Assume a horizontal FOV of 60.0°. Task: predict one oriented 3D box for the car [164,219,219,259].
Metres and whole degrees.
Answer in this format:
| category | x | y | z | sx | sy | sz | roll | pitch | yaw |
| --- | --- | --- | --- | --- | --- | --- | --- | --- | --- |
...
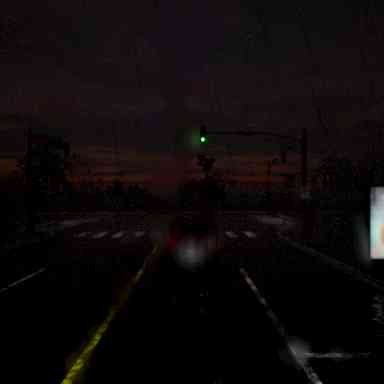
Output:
| category | x | y | z | sx | sy | sz | roll | pitch | yaw |
| --- | --- | --- | --- | --- | --- | --- | --- | --- | --- |
| car | 0.075 | 1.732 | 13.226 | 1.895 | 1.301 | 4.718 | 0 | -1 | 2 |
